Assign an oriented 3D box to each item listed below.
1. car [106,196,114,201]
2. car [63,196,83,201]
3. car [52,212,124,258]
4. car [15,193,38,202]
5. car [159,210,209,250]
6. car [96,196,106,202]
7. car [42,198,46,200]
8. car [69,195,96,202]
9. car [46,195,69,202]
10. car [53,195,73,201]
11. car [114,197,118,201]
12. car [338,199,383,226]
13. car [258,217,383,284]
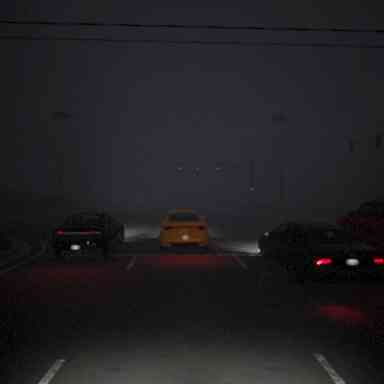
[{"bbox_3d":[-22.638,1.731,83.405,4.718,1.301,1.895,0,0,32],"label":"car"},{"bbox_3d":[-31.554,1.666,88.090,4.718,1.301,1.895,0,0,21],"label":"car"},{"bbox_3d":[-3.804,1.514,12.837,2.128,1.511,4.902,0,0,-4],"label":"car"},{"bbox_3d":[-39.569,1.354,79.715,5.566,2.045,2.150,0,0,14],"label":"car"},{"bbox_3d":[-0.419,1.501,14.506,1.882,1.535,5.008,0,0,-4],"label":"car"},{"bbox_3d":[-23.816,1.608,79.981,5.008,1.535,1.882,0,0,32],"label":"car"},{"bbox_3d":[-34.622,1.557,81.775,5.008,1.535,1.882,0,0,18],"label":"car"},{"bbox_3d":[-25.252,1.665,76.732,5.357,1.411,2.033,0,0,35],"label":"car"},{"bbox_3d":[-30.355,1.479,75.850,4.553,1.767,2.097,0,0,28],"label":"car"},{"bbox_3d":[-32.880,1.574,84.852,4.892,1.490,1.837,0,0,21],"label":"car"},{"bbox_3d":[-21.339,1.694,86.741,4.181,1.385,1.994,0,0,32],"label":"car"},{"bbox_3d":[6.815,1.242,11.126,2.150,2.045,5.566,0,0,-2],"label":"car"},{"bbox_3d":[3.371,1.563,9.686,2.033,1.411,5.357,0,0,-2],"label":"car"}]
